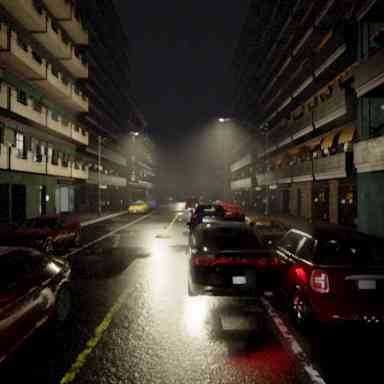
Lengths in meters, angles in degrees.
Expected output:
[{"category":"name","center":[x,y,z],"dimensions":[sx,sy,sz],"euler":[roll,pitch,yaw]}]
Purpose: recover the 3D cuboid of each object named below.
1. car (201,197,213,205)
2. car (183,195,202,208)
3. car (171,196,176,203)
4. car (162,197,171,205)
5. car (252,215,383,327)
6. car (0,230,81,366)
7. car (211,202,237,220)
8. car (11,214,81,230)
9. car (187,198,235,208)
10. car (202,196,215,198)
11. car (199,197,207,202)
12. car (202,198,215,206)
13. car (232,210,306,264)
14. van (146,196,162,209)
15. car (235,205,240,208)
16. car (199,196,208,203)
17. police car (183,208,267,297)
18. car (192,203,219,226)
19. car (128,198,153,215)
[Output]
[{"category":"car","center":[2.793,1.751,63.674],"dimensions":[2.008,1.369,4.403],"euler":[0,0,0]},{"category":"car","center":[0.108,1.600,45.571],"dimensions":[1.882,1.535,5.008],"euler":[0,0,1]},{"category":"car","center":[-5.560,1.808,80.528],"dimensions":[1.752,1.417,4.829],"euler":[0,0,0]},{"category":"car","center":[-5.588,1.640,63.712],"dimensions":[1.967,1.590,4.097],"euler":[0,0,0]},{"category":"car","center":[2.699,1.454,7.056],"dimensions":[1.967,1.590,4.097],"euler":[0,0,0]},{"category":"car","center":[-3.094,1.534,4.410],"dimensions":[1.812,1.442,4.674],"euler":[0,0,0]},{"category":"car","center":[2.737,1.615,29.708],"dimensions":[1.887,1.381,4.507],"euler":[0,0,0]},{"category":"car","center":[-5.672,1.573,12.755],"dimensions":[1.887,1.381,4.507],"euler":[0,0,0]},{"category":"car","center":[0.930,1.394,18.656],"dimensions":[2.097,1.767,4.553],"euler":[0,0,0]},{"category":"car","center":[2.773,1.465,52.351],"dimensions":[2.192,1.841,5.009],"euler":[0,0,0]},{"category":"car","center":[2.830,1.881,86.318],"dimensions":[1.947,1.339,4.313],"euler":[0,0,0]},{"category":"car","center":[2.783,1.726,58.013],"dimensions":[2.008,1.369,4.403],"euler":[0,0,0]},{"category":"car","center":[2.709,1.554,12.888],"dimensions":[1.752,1.417,4.829],"euler":[0,0,0]},{"category":"van","center":[-5.617,1.468,46.728],"dimensions":[1.690,1.788,3.998],"euler":[0,0,0]},{"category":"car","center":[2.727,1.601,24.043],"dimensions":[1.887,1.381,4.507],"euler":[0,0,0]},{"category":"car","center":[2.821,1.723,80.660],"dimensions":[1.967,1.590,4.097],"euler":[0,0,0]},{"category":"police car","center":[0.814,1.444,8.776],"dimensions":[1.930,1.638,5.238],"euler":[0,0,-1]},{"category":"car","center":[0.876,1.583,24.682],"dimensions":[1.812,1.442,4.674],"euler":[0,0,0]},{"category":"car","center":[-5.635,1.611,35.233],"dimensions":[1.752,1.417,4.829],"euler":[0,0,0]}]
